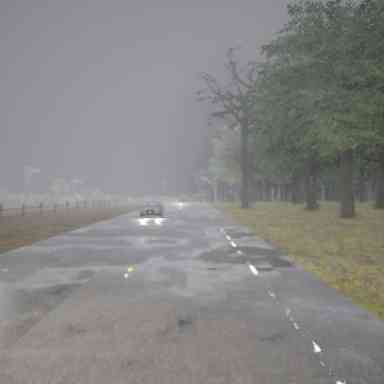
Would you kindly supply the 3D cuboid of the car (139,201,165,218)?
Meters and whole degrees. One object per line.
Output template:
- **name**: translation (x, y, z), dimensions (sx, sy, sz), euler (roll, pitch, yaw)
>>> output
- **car**: translation (-3.509, 1.539, 29.842), dimensions (1.994, 1.385, 4.181), euler (0, 0, 0)
